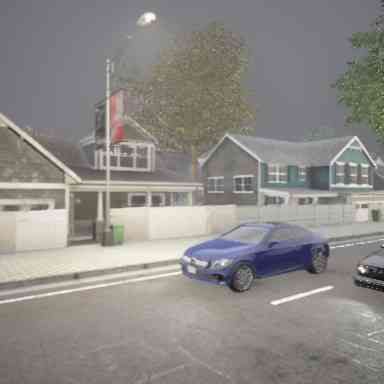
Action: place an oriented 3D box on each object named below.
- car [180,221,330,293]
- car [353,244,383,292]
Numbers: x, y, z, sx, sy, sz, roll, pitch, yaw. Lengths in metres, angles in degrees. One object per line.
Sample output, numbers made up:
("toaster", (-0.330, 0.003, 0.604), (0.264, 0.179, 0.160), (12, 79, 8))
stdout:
("car", (1.891, 1.539, 9.025), (4.674, 1.442, 1.812), (0, 0, -35))
("car", (6.113, 1.572, 8.044), (5.357, 1.411, 2.033), (0, 0, -35))
